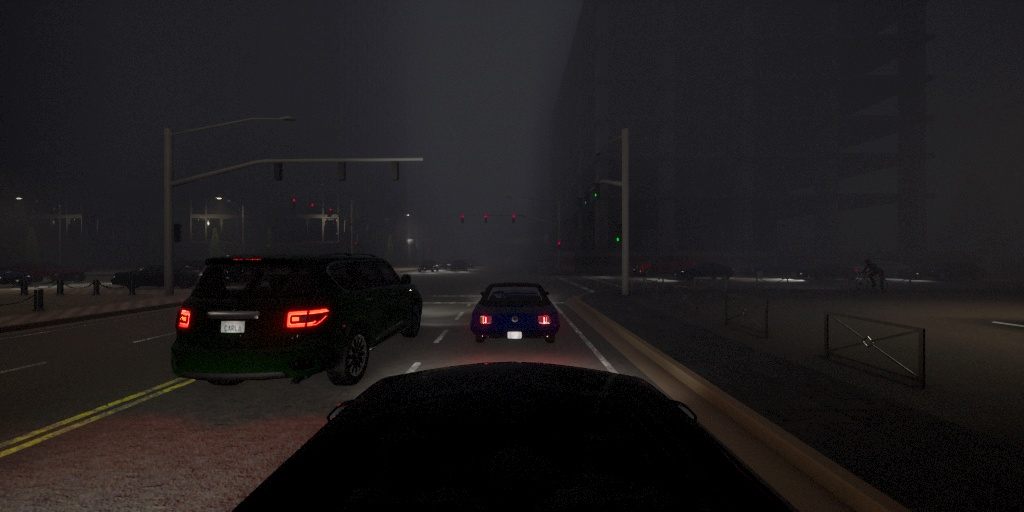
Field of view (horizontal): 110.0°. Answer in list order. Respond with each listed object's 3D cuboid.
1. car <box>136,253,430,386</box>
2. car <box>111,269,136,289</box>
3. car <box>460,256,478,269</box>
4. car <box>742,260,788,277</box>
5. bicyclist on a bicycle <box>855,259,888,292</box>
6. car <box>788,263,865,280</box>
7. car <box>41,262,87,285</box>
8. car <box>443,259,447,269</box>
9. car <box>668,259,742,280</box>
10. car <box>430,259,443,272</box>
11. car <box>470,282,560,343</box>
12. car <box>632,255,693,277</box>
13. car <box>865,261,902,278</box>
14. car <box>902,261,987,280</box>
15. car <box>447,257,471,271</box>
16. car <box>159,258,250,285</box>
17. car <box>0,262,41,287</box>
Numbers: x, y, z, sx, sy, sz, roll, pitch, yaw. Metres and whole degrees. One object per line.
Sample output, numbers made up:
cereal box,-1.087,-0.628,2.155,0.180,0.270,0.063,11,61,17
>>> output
car,-3.441,0.971,7.129,2.150,2.045,5.566,0,0,0
car,-20.682,1.242,21.644,5.357,1.411,2.033,0,0,-2
car,-7.114,1.227,57.986,1.882,1.535,5.008,0,0,0
car,23.647,1.172,32.801,5.008,1.535,1.882,0,0,-1
bicyclist on a bicycle,18.322,0.998,18.298,0.582,1.620,1.656,0,0,0
car,25.601,1.258,29.310,4.181,1.385,1.994,0,0,0
car,-32.954,1.172,25.107,5.008,1.535,1.882,0,0,0
car,-10.619,1.241,55.250,2.128,1.511,4.902,0,0,0
car,15.637,1.220,29.250,4.674,1.442,1.812,0,0,0
car,-10.623,1.255,45.907,1.837,1.490,4.892,0,0,0
car,0.075,1.351,9.644,1.895,1.301,4.718,0,0,0
car,13.918,0.917,32.766,5.566,2.045,2.150,0,0,0
car,33.642,1.220,32.831,4.674,1.442,1.812,0,0,0
car,35.595,1.199,29.336,4.892,1.490,1.837,0,0,0
car,-7.123,1.255,48.531,1.837,1.490,4.892,0,0,0
car,-21.453,1.047,25.172,4.553,1.767,2.097,0,0,-2
car,-32.067,1.220,21.604,4.674,1.442,1.812,0,0,0
